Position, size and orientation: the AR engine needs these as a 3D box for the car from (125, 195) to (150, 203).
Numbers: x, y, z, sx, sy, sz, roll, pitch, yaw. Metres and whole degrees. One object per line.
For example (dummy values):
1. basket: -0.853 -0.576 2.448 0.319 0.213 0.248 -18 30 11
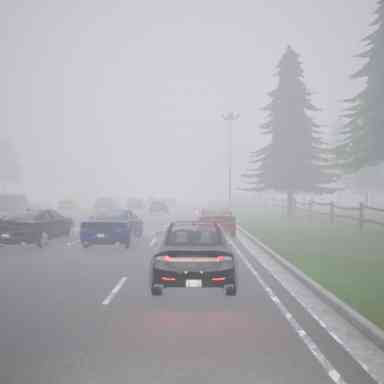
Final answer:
1. car: -6.911 1.472 41.687 2.128 1.511 4.902 0 0 0

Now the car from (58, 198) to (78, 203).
1. car: -15.476 1.458 41.809 1.882 1.535 5.008 0 0 -11

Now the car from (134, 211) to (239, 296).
1. car: 0.050 1.488 8.622 2.128 1.511 4.902 0 0 0

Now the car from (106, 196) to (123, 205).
1. car: -13.914 1.450 59.852 1.882 1.535 5.008 0 0 0

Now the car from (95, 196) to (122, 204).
1. car: -10.411 1.333 40.938 2.097 1.767 4.553 0 0 0

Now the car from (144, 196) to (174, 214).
1. car: -3.409 1.475 35.342 2.128 1.511 4.902 0 0 0

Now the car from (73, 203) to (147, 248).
1. car: -3.404 1.471 14.855 1.882 1.535 5.008 0 0 0

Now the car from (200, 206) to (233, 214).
1. car: 1.220 1.470 17.965 1.882 1.535 5.008 0 0 0

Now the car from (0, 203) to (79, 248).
1. car: -6.902 1.471 14.860 1.882 1.535 5.008 0 0 0

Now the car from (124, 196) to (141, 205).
1. car: -10.416 1.465 58.248 2.128 1.511 4.902 0 0 0

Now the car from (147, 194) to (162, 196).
1. car: -6.915 1.478 58.364 1.837 1.490 4.892 0 0 0

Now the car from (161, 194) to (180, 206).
1. car: -3.414 1.523 52.932 2.033 1.411 5.357 0 0 0
